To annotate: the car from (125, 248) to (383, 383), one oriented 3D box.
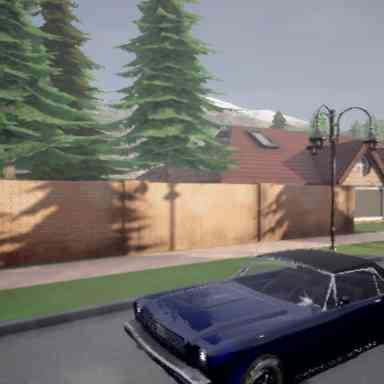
[{"bbox_3d":[1.509,1.597,4.821,4.718,1.301,1.895,0,0,-33],"label":"car"}]
